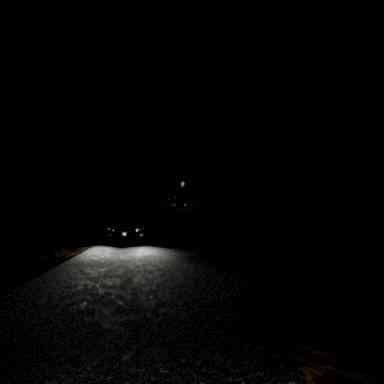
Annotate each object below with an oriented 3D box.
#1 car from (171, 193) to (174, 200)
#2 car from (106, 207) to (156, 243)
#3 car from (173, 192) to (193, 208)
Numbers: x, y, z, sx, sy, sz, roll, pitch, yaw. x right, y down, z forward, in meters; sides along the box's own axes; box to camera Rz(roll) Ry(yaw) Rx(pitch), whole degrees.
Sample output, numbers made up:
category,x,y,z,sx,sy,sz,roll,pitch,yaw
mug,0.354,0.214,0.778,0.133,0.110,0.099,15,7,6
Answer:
category,x,y,z,sx,sy,sz,roll,pitch,yaw
car,-2.138,0.725,51.117,1.895,1.301,4.718,0,3,-8
car,-2.850,1.527,16.410,1.837,1.490,4.892,0,0,0
car,-0.975,1.098,40.305,1.837,1.490,4.892,-1,2,-5
